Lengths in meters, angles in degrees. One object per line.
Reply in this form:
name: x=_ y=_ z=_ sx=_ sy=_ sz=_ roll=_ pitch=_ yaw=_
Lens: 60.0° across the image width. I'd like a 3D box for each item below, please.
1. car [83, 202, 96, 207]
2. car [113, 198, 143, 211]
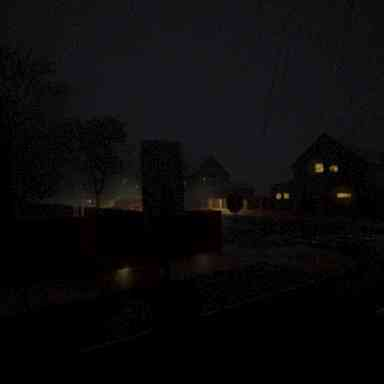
car: x=-15.706 y=2.355 z=51.473 sx=1.812 sy=1.442 sz=4.674 roll=-2 pitch=0 yaw=-30
car: x=-6.917 y=1.689 z=36.308 sx=2.150 sy=2.045 sz=5.566 roll=-2 pitch=0 yaw=-30
